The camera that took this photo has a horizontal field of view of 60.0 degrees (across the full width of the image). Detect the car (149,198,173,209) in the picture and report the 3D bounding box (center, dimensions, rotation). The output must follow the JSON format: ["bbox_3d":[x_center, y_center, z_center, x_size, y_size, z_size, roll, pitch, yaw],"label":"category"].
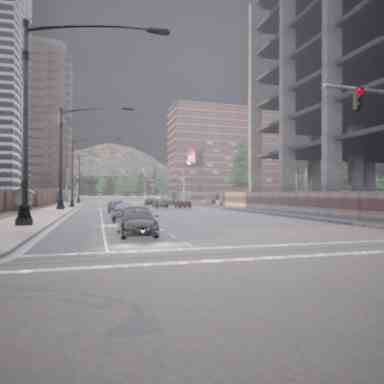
[{"bbox_3d":[-4.798,1.750,50.674,2.128,1.511,4.902,0,0,-15],"label":"car"}]

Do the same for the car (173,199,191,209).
[{"bbox_3d":[-1.497,1.754,51.677,1.882,1.535,5.008,0,0,-16],"label":"car"}]

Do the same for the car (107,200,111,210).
[{"bbox_3d":[-8.787,1.669,38.475,2.128,1.511,4.902,0,0,-16],"label":"car"}]

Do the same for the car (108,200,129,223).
[{"bbox_3d":[-5.624,1.653,27.254,1.812,1.442,4.674,0,0,-16],"label":"car"}]

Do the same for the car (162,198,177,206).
[{"bbox_3d":[-4.213,1.844,61.310,1.812,1.442,4.674,0,0,-16],"label":"car"}]

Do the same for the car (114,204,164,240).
[{"bbox_3d":[-2.961,1.591,17.810,1.837,1.490,4.892,0,0,-16],"label":"car"}]

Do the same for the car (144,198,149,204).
[{"bbox_3d":[-7.582,1.805,60.362,1.837,1.490,4.892,0,0,-16],"label":"car"}]
